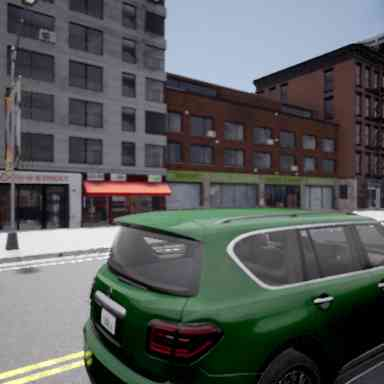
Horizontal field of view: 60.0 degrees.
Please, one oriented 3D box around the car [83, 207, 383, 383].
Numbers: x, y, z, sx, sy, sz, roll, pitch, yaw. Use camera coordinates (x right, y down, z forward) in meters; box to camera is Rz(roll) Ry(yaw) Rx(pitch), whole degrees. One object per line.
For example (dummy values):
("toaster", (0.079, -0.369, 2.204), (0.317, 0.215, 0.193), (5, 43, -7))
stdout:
("car", (1.447, 1.227, 4.471), (5.566, 2.045, 2.150), (0, 0, -36))
